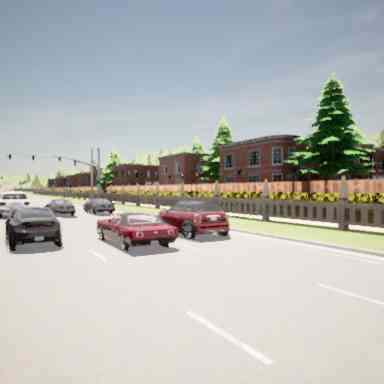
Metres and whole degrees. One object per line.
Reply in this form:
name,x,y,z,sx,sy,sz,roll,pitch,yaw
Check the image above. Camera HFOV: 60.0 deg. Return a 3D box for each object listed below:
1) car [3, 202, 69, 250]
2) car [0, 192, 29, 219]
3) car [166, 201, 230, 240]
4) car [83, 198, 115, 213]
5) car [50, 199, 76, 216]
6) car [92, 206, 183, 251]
car,-6.741,1.392,14.035,1.837,1.490,4.892,0,1,-31
car,-14.436,1.003,26.886,2.150,2.045,5.566,0,0,-31
car,-0.134,1.215,16.626,2.097,1.767,4.553,0,0,-31
car,-8.700,1.296,30.934,2.033,1.411,5.357,0,1,-31
car,-11.340,1.316,28.530,2.033,1.411,5.357,0,1,-31
car,-2.459,1.488,13.696,1.895,1.301,4.718,0,1,-31
